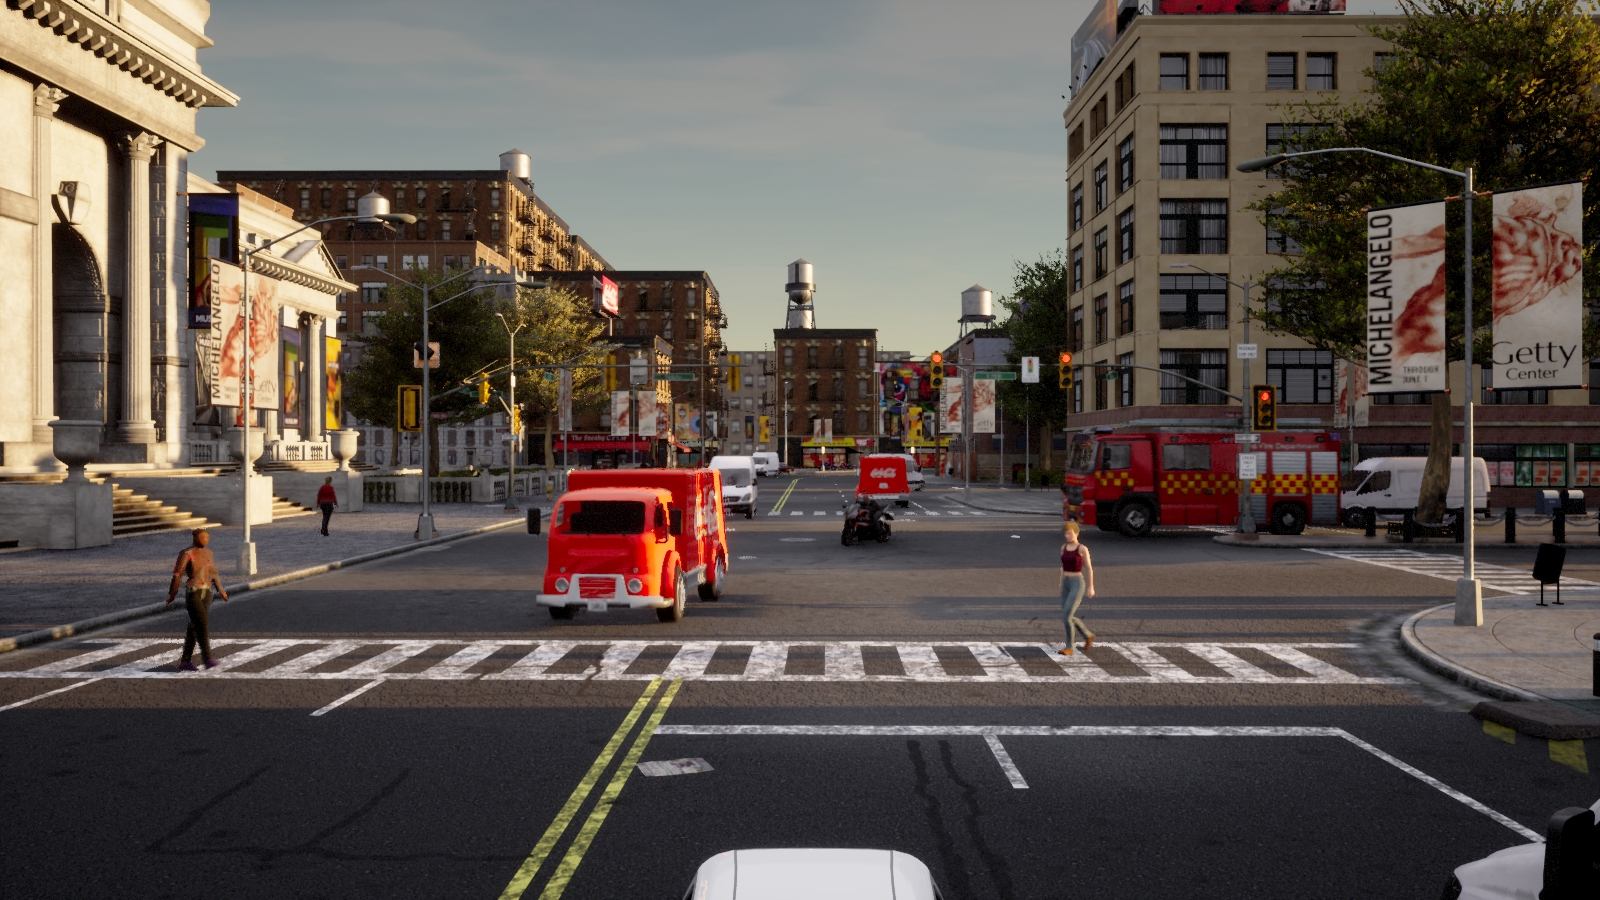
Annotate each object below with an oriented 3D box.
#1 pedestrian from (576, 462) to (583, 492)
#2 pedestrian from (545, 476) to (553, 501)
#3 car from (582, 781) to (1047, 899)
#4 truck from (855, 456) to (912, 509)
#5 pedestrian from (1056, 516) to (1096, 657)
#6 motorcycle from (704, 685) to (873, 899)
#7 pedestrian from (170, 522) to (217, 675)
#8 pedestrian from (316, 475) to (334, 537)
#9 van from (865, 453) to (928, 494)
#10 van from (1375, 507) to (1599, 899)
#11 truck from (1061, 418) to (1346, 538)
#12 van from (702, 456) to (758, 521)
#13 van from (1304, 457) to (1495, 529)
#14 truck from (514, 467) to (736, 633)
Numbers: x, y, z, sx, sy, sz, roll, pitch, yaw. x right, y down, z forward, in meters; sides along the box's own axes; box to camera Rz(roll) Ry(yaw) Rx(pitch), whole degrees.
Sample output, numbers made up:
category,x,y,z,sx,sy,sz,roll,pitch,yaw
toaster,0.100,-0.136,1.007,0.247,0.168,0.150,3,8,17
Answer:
category,x,y,z,sx,sy,sz,roll,pitch,yaw
pedestrian,-13.742,1.697,71.203,0.375,1.860,0.375,0,0,4
pedestrian,-12.973,1.976,59.119,0.375,1.300,0.375,0,0,-9
car,0.047,2.120,3.817,1.481,1.376,2.207,0,0,0
truck,4.056,1.568,56.528,2.627,2.467,5.204,0,0,2
pedestrian,3.766,1.849,15.576,0.375,1.860,0.375,0,0,-33
motorcycle,-0.047,2.182,6.691,0.856,1.236,1.805,0,0,1
pedestrian,-7.614,1.849,14.342,0.375,1.860,0.375,0,0,24
pedestrian,-14.465,1.696,34.803,0.375,1.860,0.375,0,0,6
van,6.440,1.534,75.550,1.988,2.561,5.915,-1,-1,27
van,3.538,1.534,2.141,1.988,2.561,5.915,0,0,1
truck,13.249,0.890,37.963,8.468,3.827,2.891,0,0,-2
van,-2.868,1.535,48.234,1.988,2.561,5.915,0,0,0
van,21.734,1.534,41.587,5.915,2.561,1.988,0,0,1
truck,-2.852,1.568,20.170,2.627,2.467,5.204,0,0,6
